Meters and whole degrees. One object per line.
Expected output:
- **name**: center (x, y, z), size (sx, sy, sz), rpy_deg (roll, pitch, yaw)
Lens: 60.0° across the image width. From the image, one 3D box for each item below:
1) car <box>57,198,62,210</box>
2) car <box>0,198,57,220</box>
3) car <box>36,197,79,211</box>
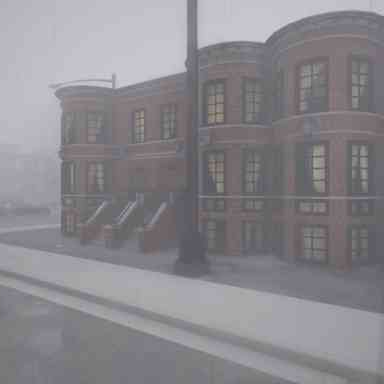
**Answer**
- **car**: center (-14.194, 1.601, 41.171), size (1.895, 1.301, 4.718), rpy_deg (0, 0, 36)
- **car**: center (-14.560, 1.491, 28.364), size (2.128, 1.511, 4.902), rpy_deg (0, 0, 36)
- **car**: center (-17.260, 1.478, 42.899), size (1.882, 1.535, 5.008), rpy_deg (0, 0, 35)
